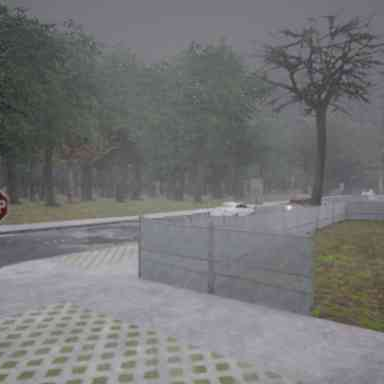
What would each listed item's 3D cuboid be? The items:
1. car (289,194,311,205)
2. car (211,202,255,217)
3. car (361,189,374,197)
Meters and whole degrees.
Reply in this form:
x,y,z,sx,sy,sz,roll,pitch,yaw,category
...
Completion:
x,y,z,sx,sy,sz,roll,pitch,yaw,category
15.060,0.967,46.075,1.882,1.535,5.008,2,2,36,car
3.178,1.461,24.868,1.812,1.442,4.674,2,2,36,car
40.594,0.248,76.827,2.150,2.045,5.566,2,2,36,car
